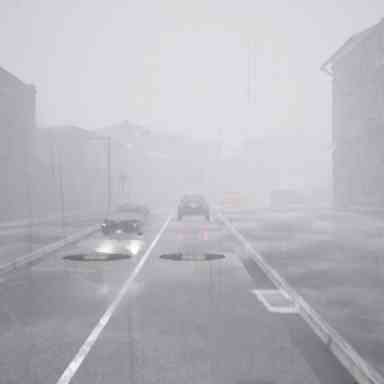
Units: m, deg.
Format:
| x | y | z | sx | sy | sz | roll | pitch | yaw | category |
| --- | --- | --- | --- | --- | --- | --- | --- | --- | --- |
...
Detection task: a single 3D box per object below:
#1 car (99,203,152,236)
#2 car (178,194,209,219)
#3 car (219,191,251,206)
| x | y | z | sx | sy | sz | roll | pitch | yaw | category |
| --- | --- | --- | --- | --- | --- | --- | --- | --- | --- |
| -3.131 | 1.256 | 16.893 | 2.033 | 1.411 | 5.357 | 0 | 1 | 0 | car |
| 0.154 | 0.898 | 23.648 | 2.097 | 1.767 | 4.553 | 0 | 1 | 1 | car |
| 5.200 | 0.723 | 39.721 | 2.097 | 1.767 | 4.553 | 0 | -1 | 38 | car |
